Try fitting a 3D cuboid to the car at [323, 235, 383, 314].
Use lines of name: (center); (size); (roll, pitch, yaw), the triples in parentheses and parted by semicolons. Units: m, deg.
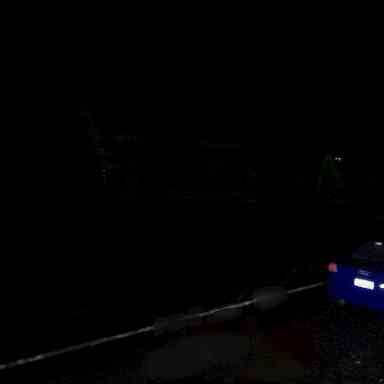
car: (4.700, 1.615, 7.099); (4.181, 1.385, 1.994); (0, 0, -36)
